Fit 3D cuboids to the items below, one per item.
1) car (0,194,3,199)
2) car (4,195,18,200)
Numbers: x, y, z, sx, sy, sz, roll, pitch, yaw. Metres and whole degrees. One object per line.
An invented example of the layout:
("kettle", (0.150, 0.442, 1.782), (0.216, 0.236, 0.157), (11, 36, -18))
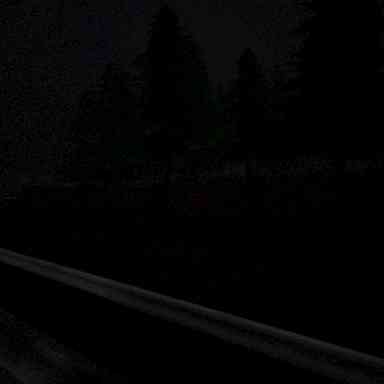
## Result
("car", (-46.999, 1.325, 78.808), (2.097, 1.767, 4.553), (0, 0, -20))
("car", (-44.836, 1.577, 83.176), (1.895, 1.301, 4.718), (0, 0, -20))
